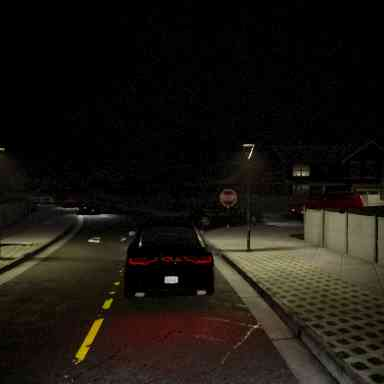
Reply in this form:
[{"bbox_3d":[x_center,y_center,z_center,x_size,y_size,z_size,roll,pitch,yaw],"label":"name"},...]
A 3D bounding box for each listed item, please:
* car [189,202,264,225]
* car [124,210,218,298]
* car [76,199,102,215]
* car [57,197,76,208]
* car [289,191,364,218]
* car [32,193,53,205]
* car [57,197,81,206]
[{"bbox_3d":[2.208,1.414,21.635,4.892,1.490,1.837,-1,3,1],"label":"car"},{"bbox_3d":[-0.636,1.474,8.626,1.882,1.535,5.008,0,0,-6],"label":"car"},{"bbox_3d":[-10.393,1.499,33.859,1.812,1.442,4.674,0,0,-25],"label":"car"},{"bbox_3d":[-18.129,1.450,47.948,1.882,1.535,5.008,0,0,-34],"label":"car"},{"bbox_3d":[10.461,0.994,25.847,5.566,2.045,2.150,-1,0,-9],"label":"car"},{"bbox_3d":[-26.495,1.214,58.697,2.150,2.045,5.566,0,0,-42],"label":"car"},{"bbox_3d":[-21.097,1.518,56.922,2.033,1.411,5.357,0,0,-40],"label":"car"}]
